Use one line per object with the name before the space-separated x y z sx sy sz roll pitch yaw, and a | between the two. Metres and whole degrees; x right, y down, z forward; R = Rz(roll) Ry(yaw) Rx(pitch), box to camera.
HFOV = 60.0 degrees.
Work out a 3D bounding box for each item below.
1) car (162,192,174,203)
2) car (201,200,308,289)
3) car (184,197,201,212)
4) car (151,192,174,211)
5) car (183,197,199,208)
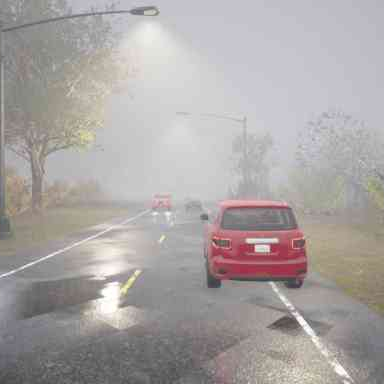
car | -4.740 1.072 65.705 2.150 2.045 5.566 0 0 -4
car | 1.455 1.217 9.325 2.150 2.045 5.566 0 0 1
car | 0.172 1.441 38.591 1.837 1.490 4.892 0 0 -2
car | -3.535 1.157 39.594 2.150 2.045 5.566 0 0 -2
car | -0.213 1.456 48.945 2.033 1.411 5.357 0 0 -2
